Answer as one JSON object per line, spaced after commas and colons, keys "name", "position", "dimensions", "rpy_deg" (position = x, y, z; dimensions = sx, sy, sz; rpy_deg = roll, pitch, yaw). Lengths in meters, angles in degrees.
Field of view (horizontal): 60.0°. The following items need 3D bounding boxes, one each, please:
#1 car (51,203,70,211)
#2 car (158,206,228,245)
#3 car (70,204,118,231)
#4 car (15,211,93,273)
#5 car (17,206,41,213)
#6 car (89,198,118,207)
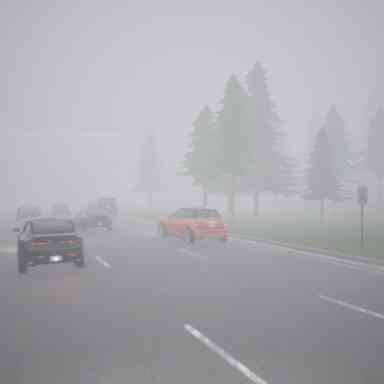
{"name": "car", "position": [-14.799, 1.921, 37.549], "dimensions": [2.033, 1.411, 5.357], "rpy_deg": [1, -1, -28]}
{"name": "car", "position": [-0.071, 1.569, 17.200], "dimensions": [2.097, 1.767, 4.553], "rpy_deg": [1, -1, -28]}
{"name": "car", "position": [-6.550, 1.759, 21.949], "dimensions": [1.812, 1.442, 4.674], "rpy_deg": [1, -1, -28]}
{"name": "car", "position": [-4.870, 1.614, 11.295], "dimensions": [1.837, 1.490, 4.892], "rpy_deg": [1, -1, -28]}
{"name": "car", "position": [-14.956, 1.883, 30.359], "dimensions": [1.895, 1.301, 4.718], "rpy_deg": [1, -1, -28]}
{"name": "car", "position": [-9.316, 1.596, 34.676], "dimensions": [2.150, 2.045, 5.566], "rpy_deg": [1, -1, -28]}
